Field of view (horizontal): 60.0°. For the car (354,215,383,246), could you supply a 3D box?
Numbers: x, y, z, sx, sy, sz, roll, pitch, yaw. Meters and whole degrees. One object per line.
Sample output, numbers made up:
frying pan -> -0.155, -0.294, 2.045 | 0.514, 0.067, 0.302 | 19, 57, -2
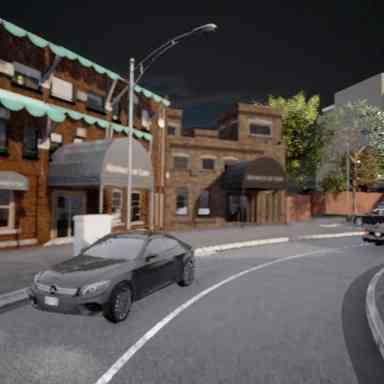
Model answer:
car -> 11.113, 2.055, 16.928 | 5.357, 1.411, 2.033 | 0, -1, -26

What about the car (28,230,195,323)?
car -> -1.428, 1.664, 7.742 | 1.812, 1.442, 4.674 | 0, -2, 24

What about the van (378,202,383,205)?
van -> 18.149, 1.791, 28.146 | 1.878, 1.987, 4.442 | -2, -1, -23

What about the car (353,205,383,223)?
car -> 15.524, 2.092, 27.165 | 2.231, 1.521, 4.892 | -1, -1, -23
